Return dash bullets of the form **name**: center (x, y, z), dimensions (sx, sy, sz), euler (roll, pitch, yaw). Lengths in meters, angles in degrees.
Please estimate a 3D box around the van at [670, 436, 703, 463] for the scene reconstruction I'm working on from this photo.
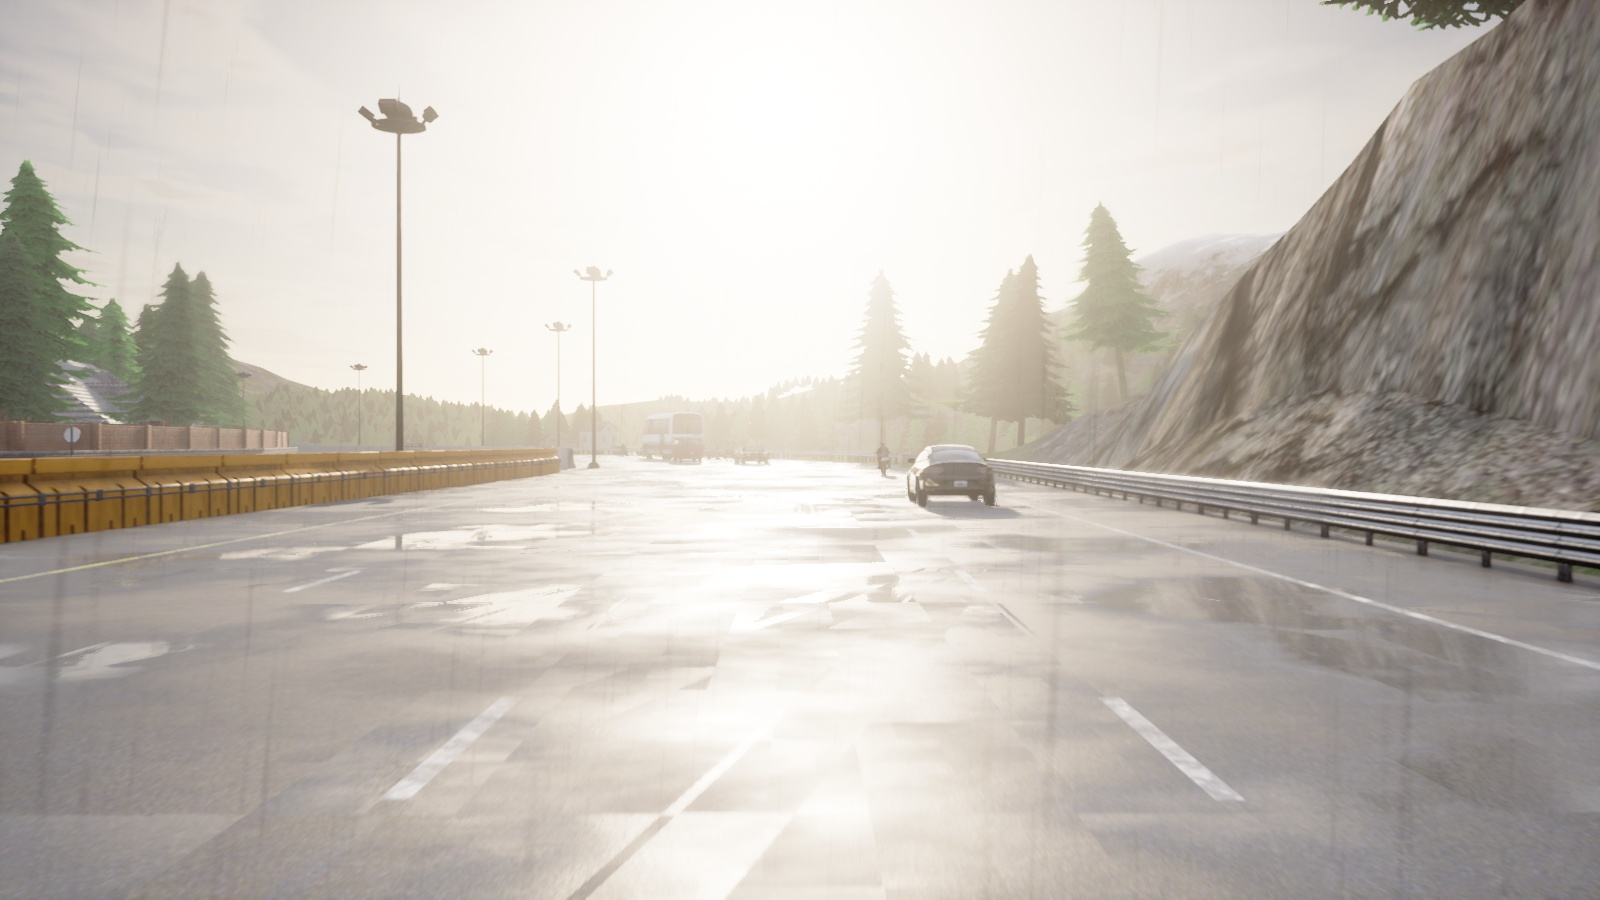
- **van**: center (-8.543, -0.041, 94.530), dimensions (1.775, 1.987, 4.442), euler (0, 0, -14)

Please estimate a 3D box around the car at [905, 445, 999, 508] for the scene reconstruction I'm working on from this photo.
- **car**: center (3.699, 0.599, 31.240), dimensions (1.812, 1.442, 4.674), euler (0, 0, 0)

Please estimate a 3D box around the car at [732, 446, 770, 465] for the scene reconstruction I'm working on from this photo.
- **car**: center (-3.488, 0.345, 88.468), dimensions (1.895, 1.301, 4.718), euler (0, 0, -12)

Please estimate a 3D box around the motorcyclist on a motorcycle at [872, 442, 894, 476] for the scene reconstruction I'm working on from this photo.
- **motorcyclist on a motorcycle**: center (3.784, 0.409, 57.243), dimensions (0.797, 1.523, 2.044), euler (-1, 0, -1)
